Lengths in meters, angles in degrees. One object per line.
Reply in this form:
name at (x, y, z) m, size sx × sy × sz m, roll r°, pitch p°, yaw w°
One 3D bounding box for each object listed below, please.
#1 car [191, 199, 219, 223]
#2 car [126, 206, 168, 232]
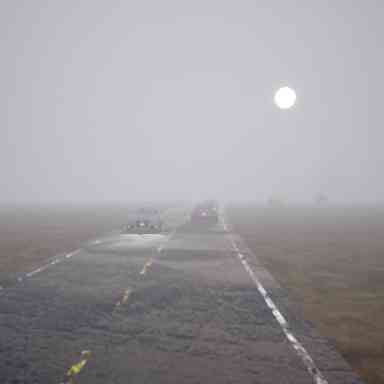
car at (0.969, 1.520, 25.233) m, size 1.994 × 1.385 × 4.181 m, roll 0°, pitch 0°, yaw 4°
car at (-2.550, 1.527, 19.623) m, size 1.994 × 1.385 × 4.181 m, roll 0°, pitch 0°, yaw 3°
